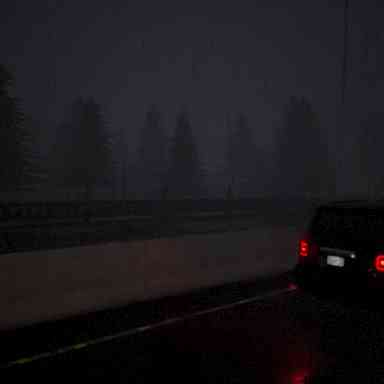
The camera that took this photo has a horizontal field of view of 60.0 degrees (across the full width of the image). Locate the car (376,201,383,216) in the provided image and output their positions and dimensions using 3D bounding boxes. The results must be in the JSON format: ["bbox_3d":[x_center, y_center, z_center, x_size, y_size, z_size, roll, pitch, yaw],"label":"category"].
[{"bbox_3d":[19.488,1.463,30.556,4.718,1.301,1.895,0,0,-21],"label":"car"}]

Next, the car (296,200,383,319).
[{"bbox_3d":[4.564,1.192,6.900,5.566,2.045,2.150,-1,0,-34],"label":"car"}]
